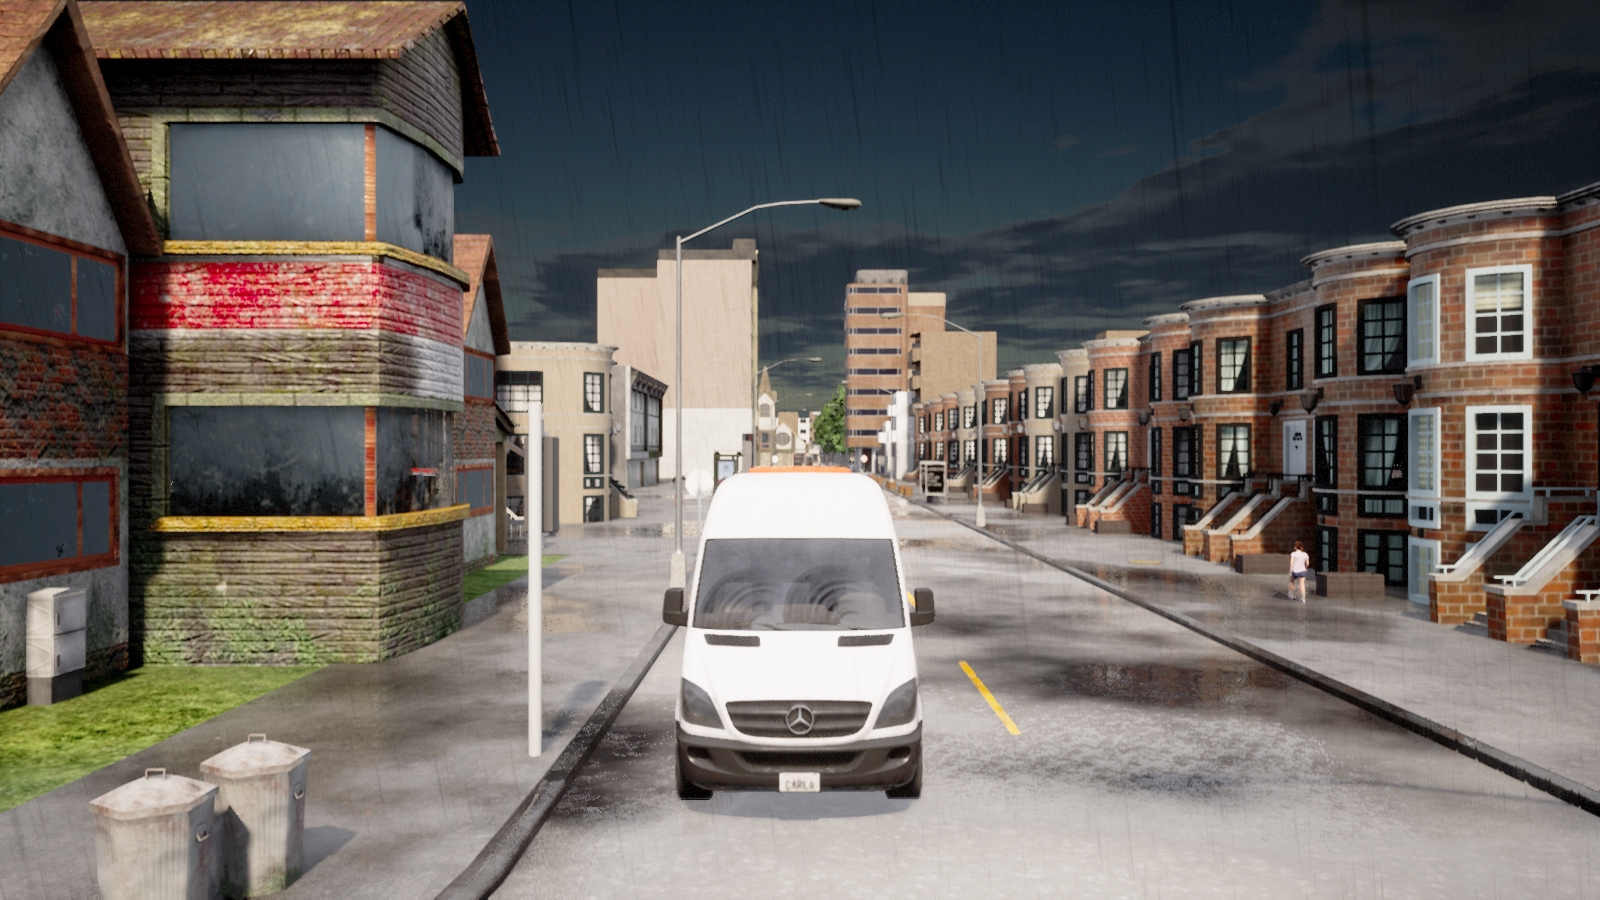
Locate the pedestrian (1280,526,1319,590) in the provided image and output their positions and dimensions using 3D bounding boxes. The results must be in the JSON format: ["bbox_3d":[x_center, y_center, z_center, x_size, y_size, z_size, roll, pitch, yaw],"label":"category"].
[{"bbox_3d":[8.922,1.919,20.424,0.500,1.100,0.500,0,0,5],"label":"pedestrian"}]

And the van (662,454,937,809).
[{"bbox_3d":[-0.003,1.323,11.225,1.988,2.561,5.915,0,0,0],"label":"van"}]
